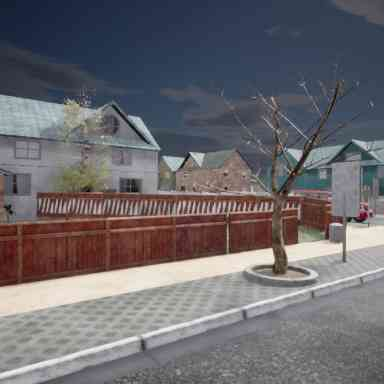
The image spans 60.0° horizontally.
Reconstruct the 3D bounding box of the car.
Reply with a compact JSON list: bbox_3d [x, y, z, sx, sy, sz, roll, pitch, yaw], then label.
[{"bbox_3d":[9.387,0.941,22.999,2.150,2.045,5.566,1,1,-36],"label":"car"}]
